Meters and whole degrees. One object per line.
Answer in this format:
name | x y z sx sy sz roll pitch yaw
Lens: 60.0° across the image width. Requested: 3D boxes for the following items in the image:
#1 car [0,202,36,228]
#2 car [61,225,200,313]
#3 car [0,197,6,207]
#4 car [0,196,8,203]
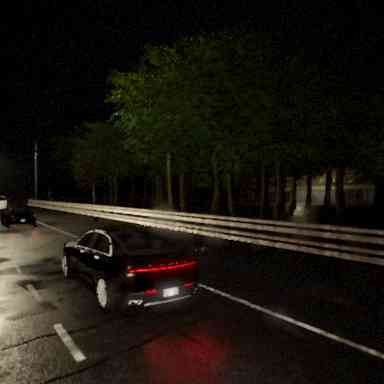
car | -12.169 1.675 23.311 1.812 1.442 4.674 0 -1 -34
car | -1.732 1.558 7.974 1.837 1.490 4.892 0 0 -34
car | -34.554 1.704 59.145 2.097 1.767 4.553 0 0 -23
car | -23.399 1.479 39.824 2.150 2.045 5.566 0 -1 -34
